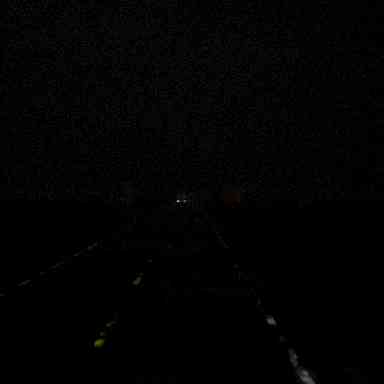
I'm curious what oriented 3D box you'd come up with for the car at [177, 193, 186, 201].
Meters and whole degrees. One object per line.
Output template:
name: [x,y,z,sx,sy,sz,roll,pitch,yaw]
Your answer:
car: [-2.751,1.197,88.358,2.150,2.045,5.566,0,0,0]
